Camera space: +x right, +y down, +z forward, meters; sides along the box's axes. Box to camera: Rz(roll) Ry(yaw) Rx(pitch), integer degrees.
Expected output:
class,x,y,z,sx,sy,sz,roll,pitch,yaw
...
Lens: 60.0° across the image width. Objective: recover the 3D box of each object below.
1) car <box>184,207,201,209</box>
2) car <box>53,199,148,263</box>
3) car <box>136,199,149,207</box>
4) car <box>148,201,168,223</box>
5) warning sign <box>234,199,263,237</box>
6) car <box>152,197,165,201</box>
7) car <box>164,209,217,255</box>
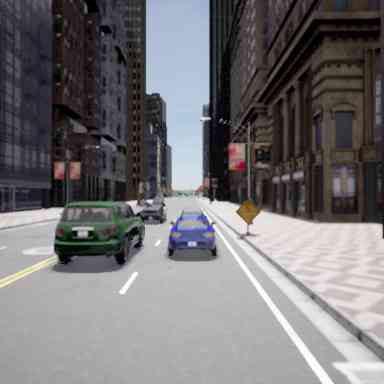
class,x,y,z,sx,sy,sz,roll,pitch,yaw
car,0.032,1.896,28.252,1.895,1.301,4.718,0,-1,0
car,-3.234,1.357,12.586,2.150,2.045,5.566,0,0,0
car,-9.734,2.200,65.342,1.837,1.490,4.892,0,-1,0
car,-3.214,1.805,28.501,1.837,1.490,4.892,0,0,1
warning sign,2.856,1.293,16.976,1.300,1.860,1.060,0,-1,0
car,-6.481,1.919,65.303,2.150,2.045,5.566,0,-1,0
car,0.034,1.671,13.895,1.812,1.442,4.674,0,0,1
